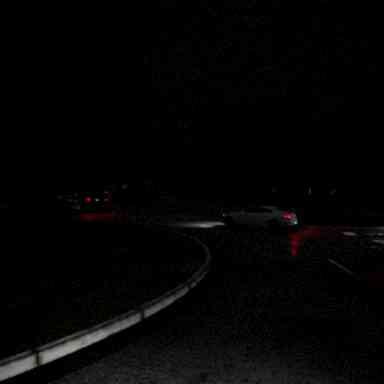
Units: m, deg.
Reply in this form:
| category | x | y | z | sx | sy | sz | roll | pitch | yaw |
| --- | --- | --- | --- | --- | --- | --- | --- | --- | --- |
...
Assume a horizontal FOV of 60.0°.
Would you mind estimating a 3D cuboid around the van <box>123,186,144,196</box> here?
| category | x | y | z | sx | sy | sz | roll | pitch | yaw |
| --- | --- | --- | --- | --- | --- | --- | --- | --- | --- |
| van | -13.257 | -0.217 | 75.400 | 4.442 | 1.987 | 1.878 | 1 | 2 | -9 |

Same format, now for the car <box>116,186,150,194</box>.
| category | x | y | z | sx | sy | sz | roll | pitch | yaw |
| --- | --- | --- | --- | --- | --- | --- | --- | --- | --- |
| car | -11.916 | 0.016 | 67.462 | 5.566 | 2.045 | 2.435 | 1 | 2 | -11 |

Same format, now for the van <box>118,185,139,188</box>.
| category | x | y | z | sx | sy | sz | roll | pitch | yaw |
| --- | --- | --- | --- | --- | --- | --- | --- | --- | --- |
| van | -11.527 | 0.122 | 64.743 | 4.442 | 1.987 | 1.878 | 1 | 2 | -11 |

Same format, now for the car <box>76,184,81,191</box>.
| category | x | y | z | sx | sy | sz | roll | pitch | yaw |
| --- | --- | --- | --- | --- | --- | --- | --- | --- | --- |
| car | -31.821 | -0.753 | 87.956 | 2.163 | 1.488 | 4.792 | 1 | 2 | -5 |

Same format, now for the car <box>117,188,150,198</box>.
| category | x | y | z | sx | sy | sz | roll | pitch | yaw |
| --- | --- | --- | --- | --- | --- | --- | --- | --- | --- |
| car | -10.364 | 0.514 | 59.364 | 4.892 | 1.521 | 2.231 | 1 | 1 | -11 |

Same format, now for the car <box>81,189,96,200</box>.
| category | x | y | z | sx | sy | sz | roll | pitch | yaw |
| --- | --- | --- | --- | --- | --- | --- | --- | --- | --- |
| car | -17.736 | 0.407 | 57.046 | 1.882 | 1.535 | 5.008 | 1 | 1 | -11 |

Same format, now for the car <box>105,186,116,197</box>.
| category | x | y | z | sx | sy | sz | roll | pitch | yaw |
| --- | --- | --- | --- | --- | --- | --- | --- | --- | --- |
| car | -16.941 | 0.152 | 68.066 | 1.837 | 1.490 | 4.892 | 1 | 2 | -10 |

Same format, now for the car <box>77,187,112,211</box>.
| category | x | y | z | sx | sy | sz | roll | pitch | yaw |
| --- | --- | --- | --- | --- | --- | --- | --- | --- | --- |
| car | -10.069 | 0.837 | 33.894 | 2.150 | 2.045 | 5.566 | 1 | 0 | -24 |

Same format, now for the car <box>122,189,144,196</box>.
| category | x | y | z | sx | sy | sz | roll | pitch | yaw |
| --- | --- | --- | --- | --- | --- | --- | --- | --- | --- |
| car | -12.928 | 0.136 | 72.715 | 4.674 | 1.452 | 2.002 | 1 | 2 | -9 |

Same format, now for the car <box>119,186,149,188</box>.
| category | x | y | z | sx | sy | sz | roll | pitch | yaw |
| --- | --- | --- | --- | --- | --- | --- | --- | --- | --- |
| car | -10.854 | 0.307 | 62.070 | 4.553 | 1.767 | 2.185 | 1 | 2 | -11 |

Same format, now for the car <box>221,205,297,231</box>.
| category | x | y | z | sx | sy | sz | roll | pitch | yaw |
| --- | --- | --- | --- | --- | --- | --- | --- | --- | --- |
| car | 4.064 | 1.517 | 20.544 | 4.674 | 1.442 | 1.812 | 1 | 0 | 32 |

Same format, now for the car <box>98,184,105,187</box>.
| category | x | y | z | sx | sy | sz | roll | pitch | yaw |
| --- | --- | --- | --- | --- | --- | --- | --- | --- | --- |
| car | -21.524 | -0.367 | 76.986 | 1.837 | 1.490 | 4.892 | 1 | 2 | -8 |

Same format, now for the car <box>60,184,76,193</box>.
| category | x | y | z | sx | sy | sz | roll | pitch | yaw |
| --- | --- | --- | --- | --- | --- | --- | --- | --- | --- |
| car | -31.194 | -0.596 | 82.501 | 2.097 | 1.535 | 5.008 | 1 | 2 | -7 |
